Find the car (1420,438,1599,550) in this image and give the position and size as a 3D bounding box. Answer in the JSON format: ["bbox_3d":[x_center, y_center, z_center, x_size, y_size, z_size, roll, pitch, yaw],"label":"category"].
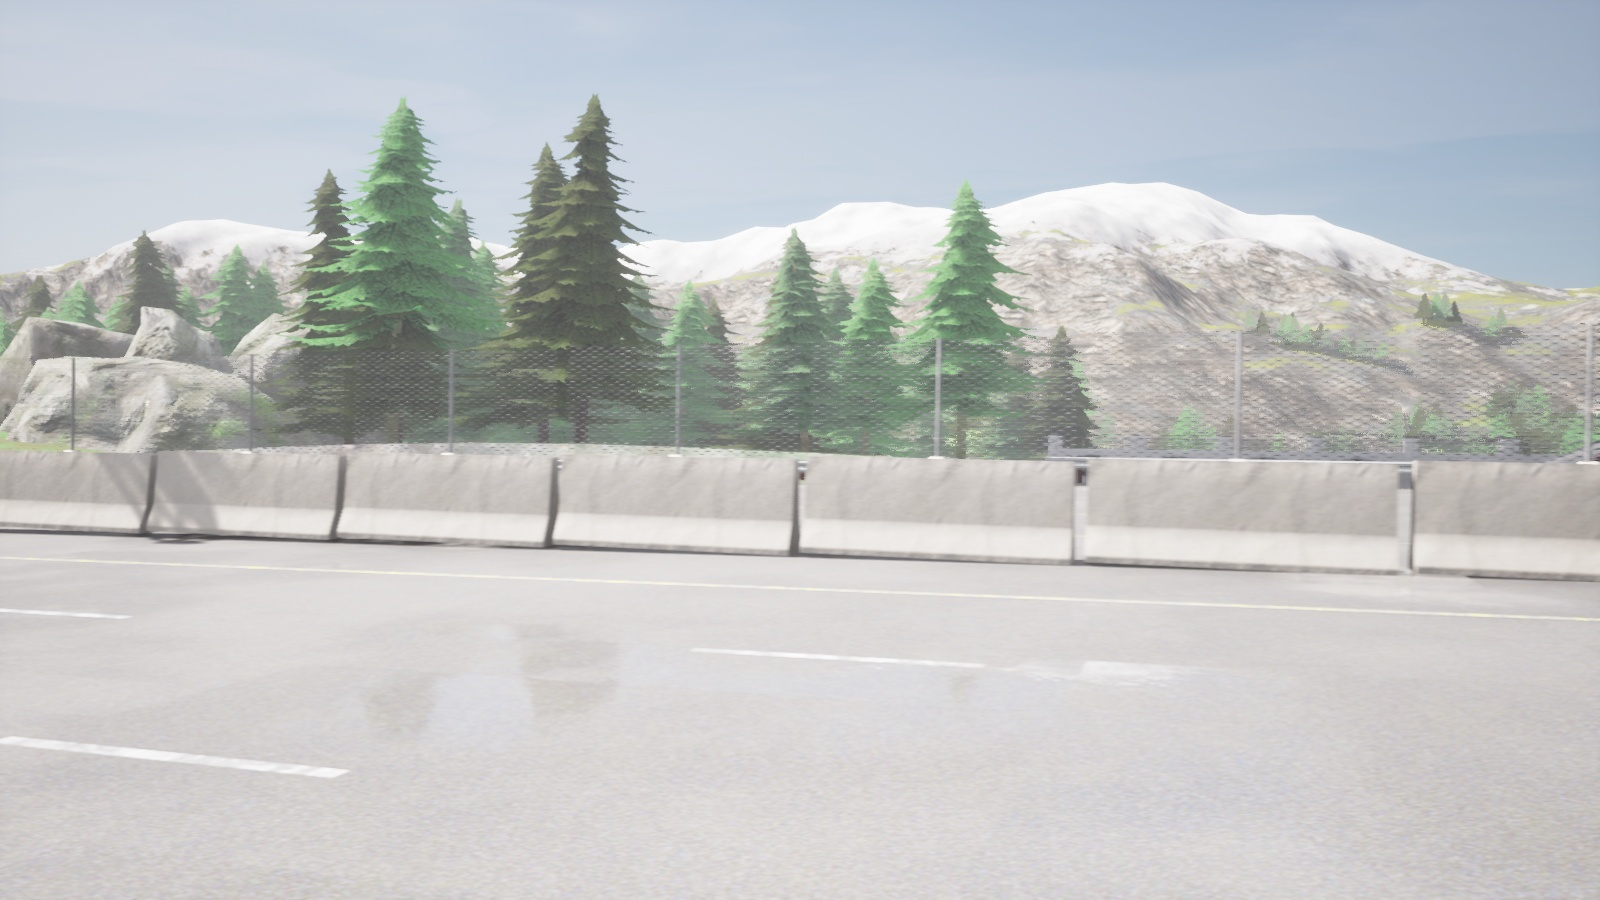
[{"bbox_3d":[11.589,0.586,17.756,4.792,1.488,2.163,1,1,19],"label":"car"}]
